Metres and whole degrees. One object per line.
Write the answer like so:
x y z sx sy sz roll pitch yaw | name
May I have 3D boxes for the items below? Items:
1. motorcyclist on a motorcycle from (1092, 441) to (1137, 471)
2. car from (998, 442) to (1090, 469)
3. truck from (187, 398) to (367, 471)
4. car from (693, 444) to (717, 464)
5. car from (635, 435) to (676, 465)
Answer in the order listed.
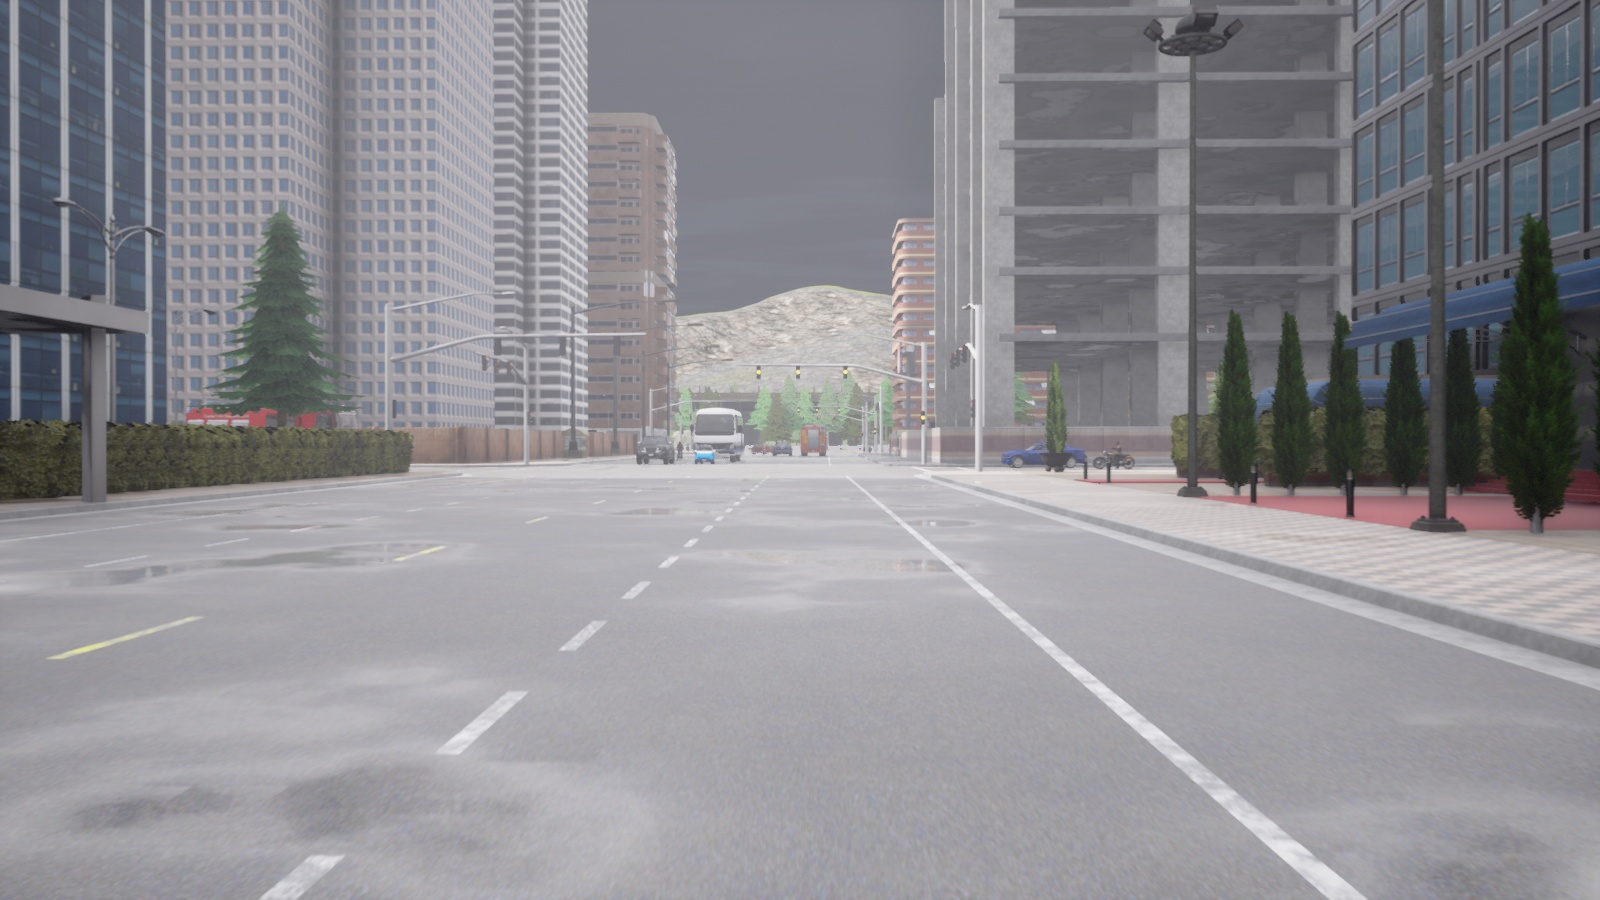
17.619 0.314 70.381 2.350 1.649 0.766 0 0 1 | motorcyclist on a motorcycle
14.327 0.319 73.922 5.008 1.535 1.882 0 0 1 | car
-27.997 -0.821 67.433 8.468 3.827 2.891 0 0 1 | truck
-6.645 0.298 88.277 1.481 1.376 2.207 0 0 1 | car
-10.142 -0.041 88.448 2.150 2.045 5.566 0 0 1 | car
